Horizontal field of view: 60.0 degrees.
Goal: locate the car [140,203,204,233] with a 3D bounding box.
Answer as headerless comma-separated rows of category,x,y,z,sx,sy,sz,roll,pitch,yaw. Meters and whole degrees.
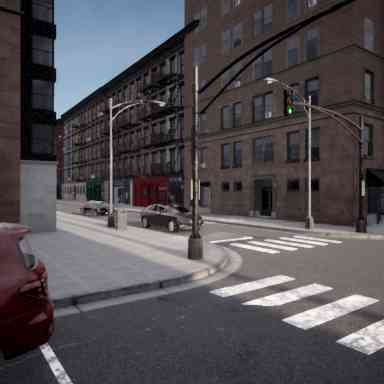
car,-1.267,1.438,19.389,1.837,1.490,4.892,0,0,-37

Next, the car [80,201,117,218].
car,-8.221,1.478,29.138,1.895,1.301,4.718,0,0,-36

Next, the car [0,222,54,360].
car,-4.046,1.315,3.304,5.009,1.841,2.192,0,0,-35
